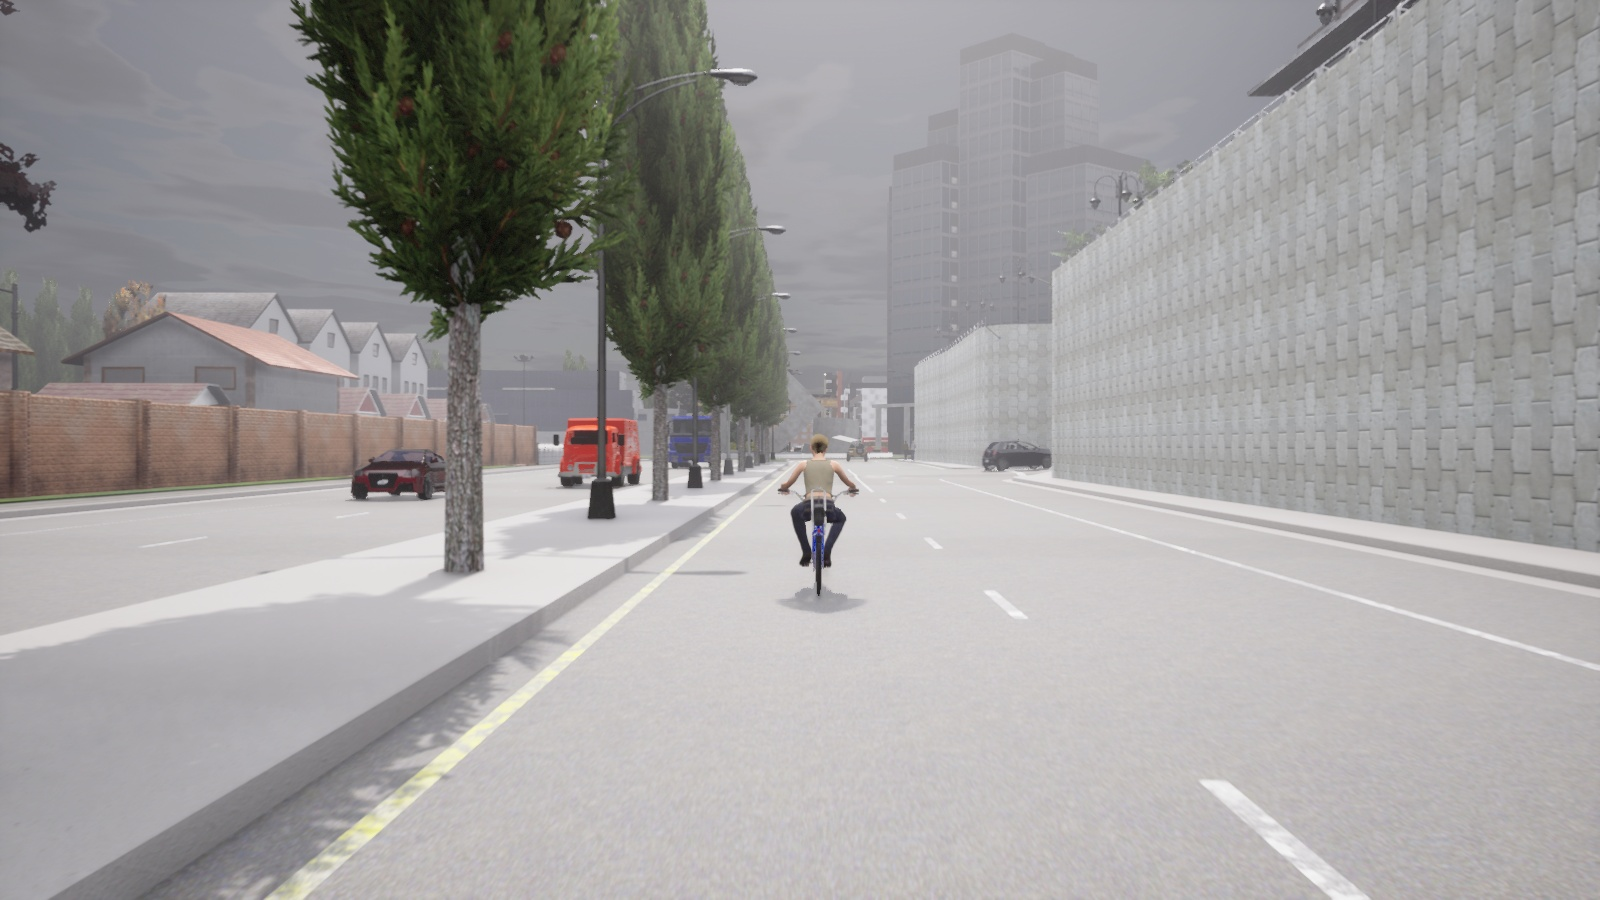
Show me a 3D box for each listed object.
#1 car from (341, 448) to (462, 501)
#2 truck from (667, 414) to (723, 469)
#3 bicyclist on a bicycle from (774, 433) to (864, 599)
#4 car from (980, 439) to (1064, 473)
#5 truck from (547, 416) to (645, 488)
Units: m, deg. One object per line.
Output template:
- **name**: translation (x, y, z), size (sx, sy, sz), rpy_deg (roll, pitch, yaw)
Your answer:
- **car**: translation (-11.007, 0.644, 35.018), size (1.994, 1.385, 4.181), rpy_deg (0, 0, 1)
- **truck**: translation (-6.831, -0.571, 82.898), size (2.891, 3.462, 7.936), rpy_deg (0, 0, 1)
- **bicyclist on a bicycle**: translation (0.191, 0.639, 12.971), size (0.866, 1.612, 1.509), rpy_deg (0, 0, 1)
- **car**: translation (11.147, 0.307, 63.026), size (3.633, 1.501, 1.845), rpy_deg (-2, -1, -16)
- **truck**: translation (-7.352, 0.064, 45.862), size (2.627, 2.467, 5.204), rpy_deg (0, 0, 1)
